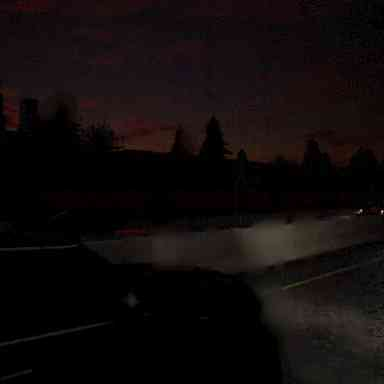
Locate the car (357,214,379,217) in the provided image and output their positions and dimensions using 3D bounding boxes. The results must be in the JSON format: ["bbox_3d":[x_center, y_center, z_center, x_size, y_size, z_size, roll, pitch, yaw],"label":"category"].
[{"bbox_3d":[14.214,1.443,24.891,4.553,1.767,2.097,0,0,-40],"label":"car"}]

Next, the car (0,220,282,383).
[{"bbox_3d":[-1.718,1.230,2.617,5.566,2.045,2.150,1,0,-36],"label":"car"}]
